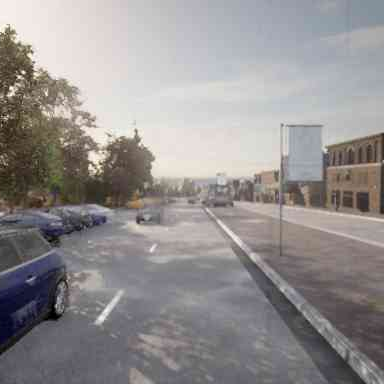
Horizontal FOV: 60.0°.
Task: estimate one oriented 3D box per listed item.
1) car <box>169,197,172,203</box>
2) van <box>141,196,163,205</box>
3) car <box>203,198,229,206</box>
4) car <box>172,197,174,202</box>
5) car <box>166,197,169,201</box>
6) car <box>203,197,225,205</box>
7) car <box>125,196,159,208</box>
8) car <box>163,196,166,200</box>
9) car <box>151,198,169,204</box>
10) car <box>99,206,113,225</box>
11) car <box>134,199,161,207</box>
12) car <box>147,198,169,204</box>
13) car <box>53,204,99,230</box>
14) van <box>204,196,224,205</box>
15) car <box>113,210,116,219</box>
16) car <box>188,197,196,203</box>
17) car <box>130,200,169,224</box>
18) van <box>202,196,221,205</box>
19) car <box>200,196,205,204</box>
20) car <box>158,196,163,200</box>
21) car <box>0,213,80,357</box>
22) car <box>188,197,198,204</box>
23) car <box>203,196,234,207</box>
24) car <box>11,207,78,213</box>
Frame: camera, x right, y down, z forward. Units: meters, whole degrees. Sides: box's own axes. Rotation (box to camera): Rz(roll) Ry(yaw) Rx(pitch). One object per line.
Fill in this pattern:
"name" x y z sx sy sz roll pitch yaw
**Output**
"car" -8.185 2.217 79.396 5.366 1.575 1.946 0 -1 0
"van" -8.471 1.855 71.043 4.442 1.987 1.878 0 -1 0
"car" 4.724 2.003 65.509 4.892 1.521 2.231 0 -1 0
"car" -8.367 2.156 90.538 5.566 2.045 2.435 0 -1 0
"car" -8.362 2.214 76.611 4.674 1.452 2.002 0 -1 0
"car" 4.756 1.963 71.116 4.553 1.767 2.185 0 -1 0
"car" -8.339 1.864 54.337 5.008 1.535 2.097 0 0 0
"car" -8.321 1.913 68.262 4.553 1.767 2.185 0 -1 0
"car" -8.418 2.389 87.751 4.792 1.488 2.163 0 -1 0
"car" -8.345 1.636 22.704 5.008 1.535 2.097 0 0 0
"car" -8.350 1.999 62.691 4.674 1.452 2.002 0 -1 0
"car" -8.371 2.267 82.182 5.008 1.535 2.097 0 -1 0
"car" -8.333 1.614 19.431 4.892 1.521 2.231 0 0 0
"van" 4.836 1.909 73.922 4.442 1.987 1.878 0 -1 0
"car" -8.337 1.698 25.852 4.674 1.452 2.002 0 0 0
"car" -0.067 2.311 93.474 2.097 1.767 4.553 0 -1 0
"car" -3.257 1.680 26.521 2.128 1.511 4.902 0 -1 0
"van" 4.593 2.002 79.527 4.442 1.987 1.878 0 -1 0
"car" 4.705 1.678 59.908 5.566 2.045 2.435 0 -1 0
"car" -8.351 1.923 59.905 5.008 1.535 2.097 0 -1 0
"car" -3.323 1.301 4.278 2.097 1.767 4.553 1 -1 0
"car" -0.044 2.311 83.444 1.837 1.490 4.892 0 -1 0
"car" 4.741 1.899 57.104 4.892 1.521 2.231 0 -1 0
"car" -8.335 1.630 16.155 4.674 1.452 2.002 0 0 0
